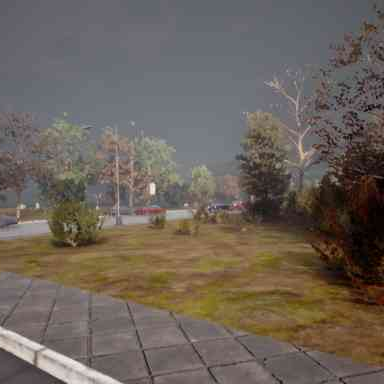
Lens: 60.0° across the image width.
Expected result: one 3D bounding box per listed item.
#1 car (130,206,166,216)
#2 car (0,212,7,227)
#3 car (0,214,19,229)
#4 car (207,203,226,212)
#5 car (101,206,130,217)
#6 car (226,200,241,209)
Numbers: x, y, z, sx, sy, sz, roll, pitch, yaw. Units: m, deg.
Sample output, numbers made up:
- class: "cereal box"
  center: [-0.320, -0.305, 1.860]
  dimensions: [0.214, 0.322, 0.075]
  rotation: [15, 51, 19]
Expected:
- class: "car"
  center: [-5.610, 2.503, 44.402]
  dimensions: [1.895, 1.301, 4.718]
  rotation: [-3, -2, 32]
- class: "car"
  center: [-19.305, 2.590, 29.469]
  dimensions: [1.895, 1.301, 4.718]
  rotation: [-3, -2, 33]
- class: "car"
  center: [-16.931, 2.380, 26.720]
  dimensions: [2.033, 1.411, 5.357]
  rotation: [-3, -2, 34]
- class: "car"
  center: [4.321, 2.432, 53.283]
  dimensions: [1.895, 1.301, 4.718]
  rotation: [-3, -2, 32]
- class: "car"
  center: [-9.694, 2.593, 44.483]
  dimensions: [2.033, 1.411, 5.357]
  rotation: [-3, -2, 32]
- class: "car"
  center: [7.627, 2.034, 51.991]
  dimensions: [2.097, 1.767, 4.553]
  rotation: [-3, -2, 32]
